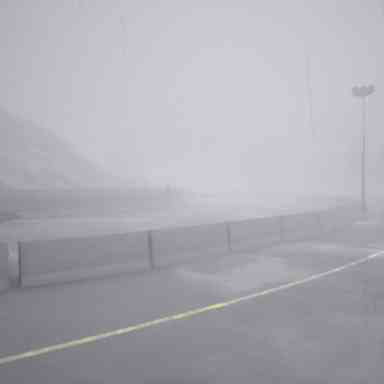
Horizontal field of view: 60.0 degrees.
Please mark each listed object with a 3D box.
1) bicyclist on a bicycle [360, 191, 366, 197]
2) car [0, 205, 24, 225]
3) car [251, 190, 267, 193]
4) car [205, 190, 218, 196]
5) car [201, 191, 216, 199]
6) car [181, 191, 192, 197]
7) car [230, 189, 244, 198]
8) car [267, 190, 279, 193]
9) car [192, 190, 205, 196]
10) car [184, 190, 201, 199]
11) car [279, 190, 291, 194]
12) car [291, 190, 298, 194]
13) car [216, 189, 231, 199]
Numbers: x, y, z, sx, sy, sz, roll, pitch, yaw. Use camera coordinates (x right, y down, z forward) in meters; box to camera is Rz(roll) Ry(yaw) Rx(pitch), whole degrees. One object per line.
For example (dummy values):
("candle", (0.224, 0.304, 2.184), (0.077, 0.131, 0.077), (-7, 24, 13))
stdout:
("bicyclist on a bicycle", (37.764, 0.305, 73.120), (1.656, 1.620, 0.582), (21, -5, -16))
("car", (-13.328, 1.318, 20.416), (5.357, 1.411, 2.033), (0, 1, -35))
("car", (17.034, 0.287, 87.620), (1.812, 1.442, 4.674), (-1, 1, -17))
("car", (5.166, 0.340, 90.552), (1.882, 1.535, 5.008), (-1, 1, -17))
("car", (3.081, 0.732, 73.374), (1.837, 1.490, 4.892), (-1, 1, -17))
("car", (-1.530, 0.464, 88.514), (1.812, 1.442, 4.674), (-1, 1, -17))
("car", (9.784, 0.381, 75.380), (2.150, 2.045, 5.566), (-1, 1, -17))
("car", (20.382, 0.202, 88.639), (1.882, 1.535, 5.008), (-1, 1, -17))
("car", (1.808, 0.256, 89.560), (2.097, 1.767, 4.553), (-1, 1, -17))
("car", (-0.267, 0.771, 72.355), (1.837, 1.490, 4.892), (-1, 1, -17))
("car", (23.730, 0.226, 89.659), (2.033, 1.411, 5.357), (-1, 1, -17))
("car", (27.078, 0.200, 90.678), (1.994, 1.385, 4.181), (-1, 1, -17))
("car", (6.430, 0.718, 74.393), (1.812, 1.442, 4.674), (-1, 1, -17))
